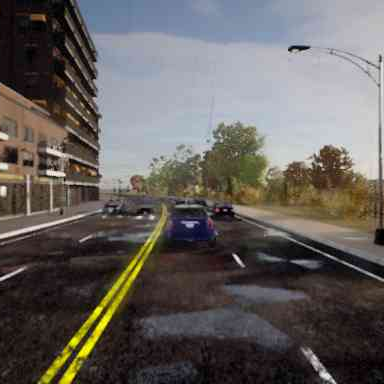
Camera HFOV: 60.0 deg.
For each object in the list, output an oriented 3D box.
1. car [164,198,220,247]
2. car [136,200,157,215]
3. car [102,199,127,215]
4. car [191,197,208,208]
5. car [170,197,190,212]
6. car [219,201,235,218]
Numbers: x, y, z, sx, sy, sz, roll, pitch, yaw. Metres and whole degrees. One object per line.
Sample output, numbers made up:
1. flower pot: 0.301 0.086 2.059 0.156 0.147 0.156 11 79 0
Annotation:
1. car: -0.145 1.341 15.170 2.097 1.767 4.553 0 0 -2
2. car: -4.483 1.530 33.483 2.033 1.411 5.357 0 0 -4
3. car: -7.757 1.486 33.584 2.128 1.511 4.902 0 0 -4
4. car: 1.048 1.501 47.144 1.994 1.385 4.181 0 0 -5
5. car: -1.501 1.451 39.774 2.128 1.511 4.902 0 0 -5
6. car: 2.513 1.508 29.182 2.033 1.411 5.357 0 0 -4
